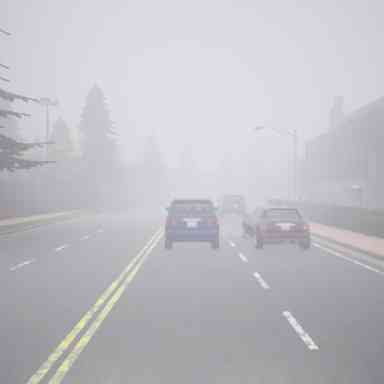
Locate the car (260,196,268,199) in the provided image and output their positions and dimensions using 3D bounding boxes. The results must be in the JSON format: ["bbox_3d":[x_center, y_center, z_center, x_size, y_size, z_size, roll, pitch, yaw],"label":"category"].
[{"bbox_3d":[17.857,1.519,75.559,5.357,1.411,2.033,0,0,-32],"label":"car"}]

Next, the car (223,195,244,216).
[{"bbox_3d":[3.500,1.258,29.680,2.150,2.045,5.566,0,0,0],"label":"car"}]

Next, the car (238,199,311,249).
[{"bbox_3d":[3.500,1.366,14.620,2.097,1.767,4.553,0,0,0],"label":"car"}]

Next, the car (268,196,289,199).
[{"bbox_3d":[19.468,1.513,72.450,4.674,1.442,1.812,0,0,-32],"label":"car"}]

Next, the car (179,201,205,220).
[{"bbox_3d":[0.000,1.563,29.650,2.033,1.411,5.357,0,0,0],"label":"car"}]

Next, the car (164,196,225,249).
[{"bbox_3d":[0.000,1.258,14.680,2.150,2.045,5.566,0,0,0],"label":"car"}]

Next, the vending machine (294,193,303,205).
[{"bbox_3d":[18.322,1.195,57.221,1.100,2.100,0.880,0,0,45],"label":"vending machine"}]
